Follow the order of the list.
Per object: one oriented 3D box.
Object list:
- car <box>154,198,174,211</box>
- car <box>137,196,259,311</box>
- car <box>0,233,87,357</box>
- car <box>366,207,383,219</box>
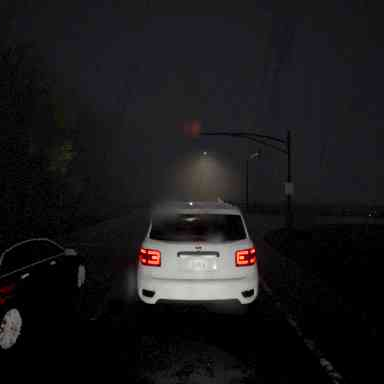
[{"bbox_3d":[-3.395,1.500,41.624,2.128,1.511,4.902,0,0,0],"label":"car"},{"bbox_3d":[0.102,1.224,7.916,2.150,2.045,5.566,0,0,0],"label":"car"},{"bbox_3d":[-3.400,1.506,5.992,1.837,1.490,4.892,0,0,0],"label":"car"},{"bbox_3d":[19.296,1.816,31.081,5.357,1.411,2.033,1,-1,0],"label":"car"}]
